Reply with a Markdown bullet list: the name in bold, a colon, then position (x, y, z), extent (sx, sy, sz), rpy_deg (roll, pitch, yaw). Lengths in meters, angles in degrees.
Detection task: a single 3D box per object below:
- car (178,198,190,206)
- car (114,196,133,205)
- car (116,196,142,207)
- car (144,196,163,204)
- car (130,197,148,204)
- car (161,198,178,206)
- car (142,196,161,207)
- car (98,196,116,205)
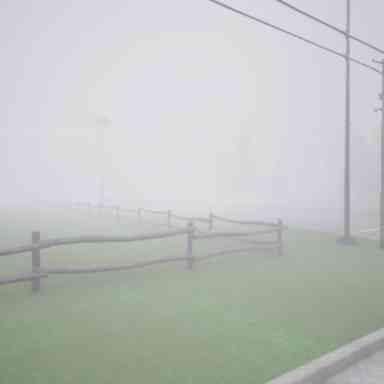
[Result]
- **car**: position (-2.351, 1.863, 63.296), extent (2.128, 1.511, 4.902), rpy_deg (1, 0, -35)
- **car**: position (-13.969, 1.623, 67.639), extent (2.097, 1.767, 4.553), rpy_deg (1, 0, -35)
- **car**: position (-10.895, 1.862, 57.277), extent (1.895, 1.301, 4.718), rpy_deg (1, 0, -35)
- **car**: position (-8.246, 1.671, 71.670), extent (2.097, 1.767, 4.553), rpy_deg (1, 0, -35)
- **car**: position (-11.126, 1.779, 69.678), extent (1.837, 1.490, 4.892), rpy_deg (1, 0, -35)
- **car**: position (-5.259, 1.812, 61.349), extent (1.882, 1.535, 5.008), rpy_deg (1, 0, -35)
- **car**: position (-8.119, 1.775, 59.331), extent (1.882, 1.535, 5.008), rpy_deg (1, 0, -35)
- **car**: position (-16.831, 1.615, 65.624), extent (2.097, 1.767, 4.553), rpy_deg (1, 0, -35)
